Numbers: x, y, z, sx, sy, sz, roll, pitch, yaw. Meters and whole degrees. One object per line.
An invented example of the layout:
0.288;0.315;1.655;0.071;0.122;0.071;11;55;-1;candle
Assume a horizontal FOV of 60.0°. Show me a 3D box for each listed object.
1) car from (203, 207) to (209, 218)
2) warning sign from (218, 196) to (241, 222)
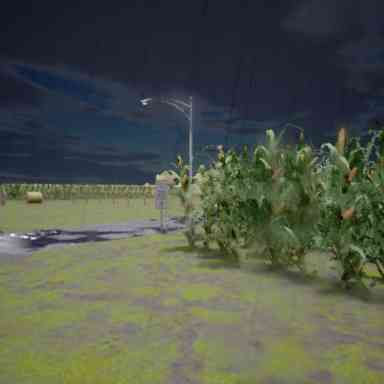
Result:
2.863;1.559;28.724;1.882;1.535;5.008;1;0;35;car
2.746;1.211;24.384;1.300;1.860;1.060;1;1;34;warning sign
